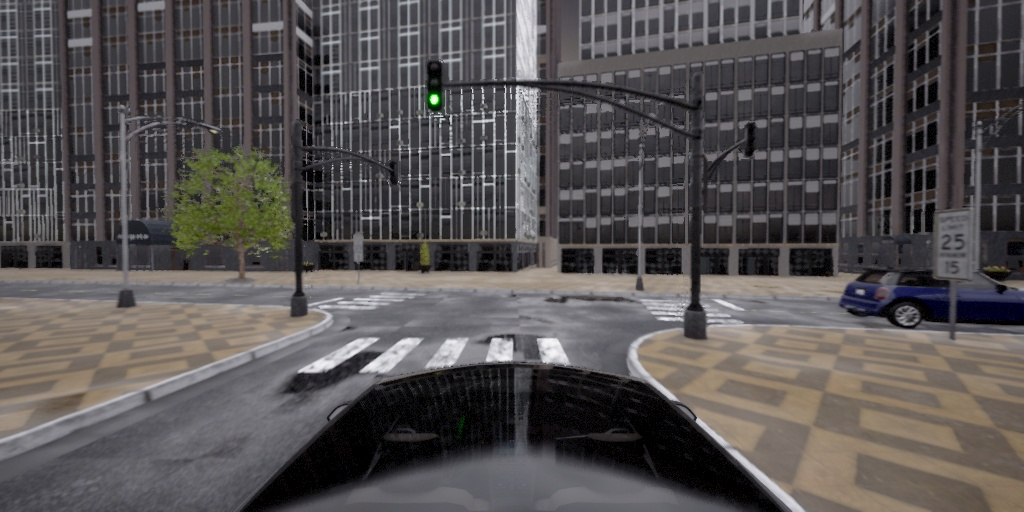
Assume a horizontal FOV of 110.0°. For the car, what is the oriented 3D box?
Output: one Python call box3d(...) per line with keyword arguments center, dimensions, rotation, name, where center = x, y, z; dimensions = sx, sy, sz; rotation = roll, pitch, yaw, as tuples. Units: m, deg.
box3d(center=(12.816, 1.132, 10.582), dimensions=(4.553, 1.767, 2.097), rotation=(0, 1, 14), name="car")
